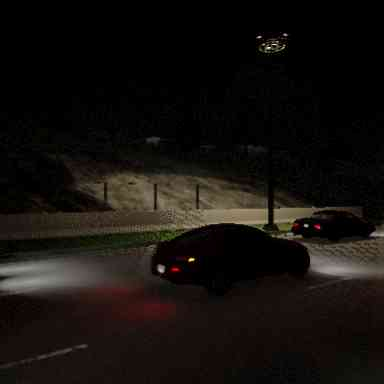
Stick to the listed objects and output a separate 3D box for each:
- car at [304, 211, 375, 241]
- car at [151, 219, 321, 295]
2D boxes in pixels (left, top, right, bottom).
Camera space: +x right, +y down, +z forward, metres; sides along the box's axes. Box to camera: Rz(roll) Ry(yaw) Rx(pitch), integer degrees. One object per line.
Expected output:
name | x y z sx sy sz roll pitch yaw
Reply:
car | 7.645 1.736 17.791 5.357 1.411 2.033 1 0 -35
car | 1.171 1.594 8.881 4.674 1.442 1.812 1 0 -36
